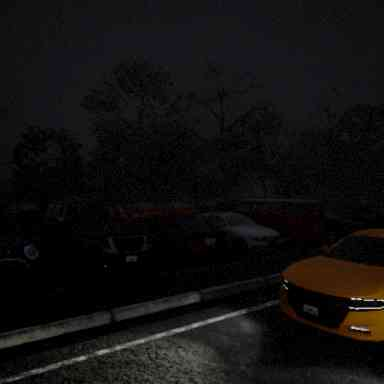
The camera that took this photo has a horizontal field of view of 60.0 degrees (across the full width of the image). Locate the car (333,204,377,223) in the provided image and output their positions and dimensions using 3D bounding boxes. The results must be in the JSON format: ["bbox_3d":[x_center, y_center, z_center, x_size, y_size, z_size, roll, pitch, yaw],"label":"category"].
[{"bbox_3d":[6.002,1.508,16.540,2.097,1.535,5.008,0,0,-35],"label":"car"}]

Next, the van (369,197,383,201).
[{"bbox_3d":[15.116,1.313,22.886,1.878,1.987,4.442,0,0,-35],"label":"van"}]

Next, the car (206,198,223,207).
[{"bbox_3d":[0.825,1.518,28.899,2.231,1.521,4.892,0,0,-35],"label":"car"}]

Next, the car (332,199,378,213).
[{"bbox_3d":[21.109,1.782,43.356,2.097,1.535,5.008,1,-1,-35],"label":"car"}]

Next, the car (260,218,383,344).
[{"bbox_3d":[3.796,1.478,6.394,5.008,1.535,1.882,0,0,-36],"label":"car"}]

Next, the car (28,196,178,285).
[{"bbox_3d":[-3.021,1.226,10.068,2.435,2.045,5.566,0,0,-35],"label":"car"}]

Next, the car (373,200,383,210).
[{"bbox_3d":[30.131,1.991,49.786,2.097,1.535,5.008,1,-1,-35],"label":"car"}]

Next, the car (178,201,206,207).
[{"bbox_3d":[-1.432,1.508,27.292,2.097,1.535,5.008,0,0,-35],"label":"car"}]

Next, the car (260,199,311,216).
[{"bbox_3d":[9.841,1.547,35.338,2.097,1.535,5.008,0,0,-35],"label":"car"}]

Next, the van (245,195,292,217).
[{"bbox_3d":[7.657,1.314,33.632,1.878,1.987,4.442,0,0,-35],"label":"van"}]

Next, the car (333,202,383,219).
[{"bbox_3d":[10.542,1.553,19.733,2.163,1.488,4.792,0,0,-36],"label":"car"}]

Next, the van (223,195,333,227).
[{"bbox_3d":[3.676,1.274,15.020,1.878,1.987,4.442,0,0,-35],"label":"van"}]

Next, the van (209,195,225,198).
[{"bbox_3d":[3.010,1.298,30.607,1.878,1.987,4.442,0,0,-35],"label":"van"}]

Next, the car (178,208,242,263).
[{"bbox_3d":[-0.794,1.514,11.726,2.163,1.488,4.792,0,0,-35],"label":"car"}]

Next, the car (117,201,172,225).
[{"bbox_3d":[-3.790,1.500,25.611,2.097,1.535,5.008,0,0,-35],"label":"car"}]

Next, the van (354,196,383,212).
[{"bbox_3d":[25.451,1.658,46.600,1.878,1.987,4.442,1,-1,-35],"label":"van"}]

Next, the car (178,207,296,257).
[{"bbox_3d":[1.481,1.532,13.315,2.002,1.452,4.674,0,0,-35],"label":"car"}]

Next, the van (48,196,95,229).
[{"bbox_3d":[-8.270,1.259,22.568,1.878,1.987,4.442,0,0,-35],"label":"van"}]

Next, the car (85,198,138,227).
[{"bbox_3d":[-5.929,1.367,24.054,2.185,1.767,4.553,0,0,-35],"label":"car"}]

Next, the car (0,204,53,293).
[{"bbox_3d":[-5.313,1.346,8.508,2.185,1.767,4.553,0,0,-35],"label":"car"}]

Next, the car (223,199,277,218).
[{"bbox_3d":[5.441,1.529,31.970,1.946,1.575,5.366,0,0,-36],"label":"car"}]

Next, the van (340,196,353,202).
[{"bbox_3d":[16.429,1.449,40.171,1.878,1.987,4.442,1,-1,-35],"label":"van"}]

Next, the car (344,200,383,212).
[{"bbox_3d":[23.363,1.874,44.966,2.002,1.452,4.674,1,-1,-35],"label":"car"}]

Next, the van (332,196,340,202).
[{"bbox_3d":[14.275,1.399,38.635,1.878,1.987,4.442,1,-1,-35],"label":"van"}]

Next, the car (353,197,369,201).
[{"bbox_3d":[18.769,1.476,41.660,2.435,2.045,5.566,1,-1,-35],"label":"car"}]
